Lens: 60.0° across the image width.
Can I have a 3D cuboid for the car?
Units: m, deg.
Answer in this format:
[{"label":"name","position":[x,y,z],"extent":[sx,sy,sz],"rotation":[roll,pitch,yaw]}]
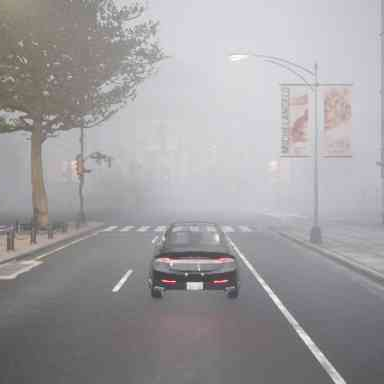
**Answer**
[{"label":"car","position":[0.064,1.491,8.465],"extent":[2.128,1.511,4.902],"rotation":[0,0,0]}]
